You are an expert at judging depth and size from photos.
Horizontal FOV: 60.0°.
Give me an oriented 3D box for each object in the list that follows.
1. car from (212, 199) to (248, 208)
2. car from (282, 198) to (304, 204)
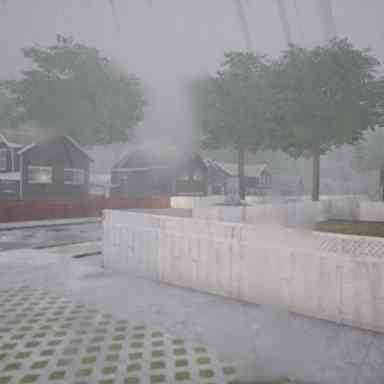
[{"bbox_3d":[3.780,1.422,32.688,2.128,1.511,4.902,1,0,36],"label":"car"},{"bbox_3d":[14.257,1.589,46.847,1.837,1.490,4.892,1,0,36],"label":"car"}]
